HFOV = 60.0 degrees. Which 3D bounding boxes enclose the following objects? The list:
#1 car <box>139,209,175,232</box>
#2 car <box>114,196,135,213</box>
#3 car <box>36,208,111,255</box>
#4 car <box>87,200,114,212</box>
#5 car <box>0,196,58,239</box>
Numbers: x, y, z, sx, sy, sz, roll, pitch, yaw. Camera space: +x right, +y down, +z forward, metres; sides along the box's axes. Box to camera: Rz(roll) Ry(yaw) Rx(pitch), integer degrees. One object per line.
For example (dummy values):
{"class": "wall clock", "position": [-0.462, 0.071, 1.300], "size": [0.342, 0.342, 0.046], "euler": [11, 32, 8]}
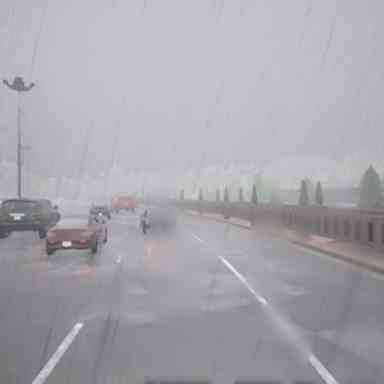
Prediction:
{"class": "car", "position": [-2.318, 1.732, 20.976], "size": [1.895, 1.301, 4.718], "euler": [0, 0, -12]}
{"class": "car", "position": [-8.557, 1.492, 40.859], "size": [2.150, 2.045, 5.566], "euler": [0, -1, -22]}
{"class": "car", "position": [-4.607, 1.625, 13.694], "size": [1.812, 1.442, 4.674], "euler": [0, 0, -8]}
{"class": "car", "position": [-8.720, 1.722, 31.293], "size": [1.837, 1.490, 4.892], "euler": [0, 0, -18]}
{"class": "car", "position": [-8.987, 1.368, 18.739], "size": [2.150, 2.045, 5.566], "euler": [0, 0, -11]}
